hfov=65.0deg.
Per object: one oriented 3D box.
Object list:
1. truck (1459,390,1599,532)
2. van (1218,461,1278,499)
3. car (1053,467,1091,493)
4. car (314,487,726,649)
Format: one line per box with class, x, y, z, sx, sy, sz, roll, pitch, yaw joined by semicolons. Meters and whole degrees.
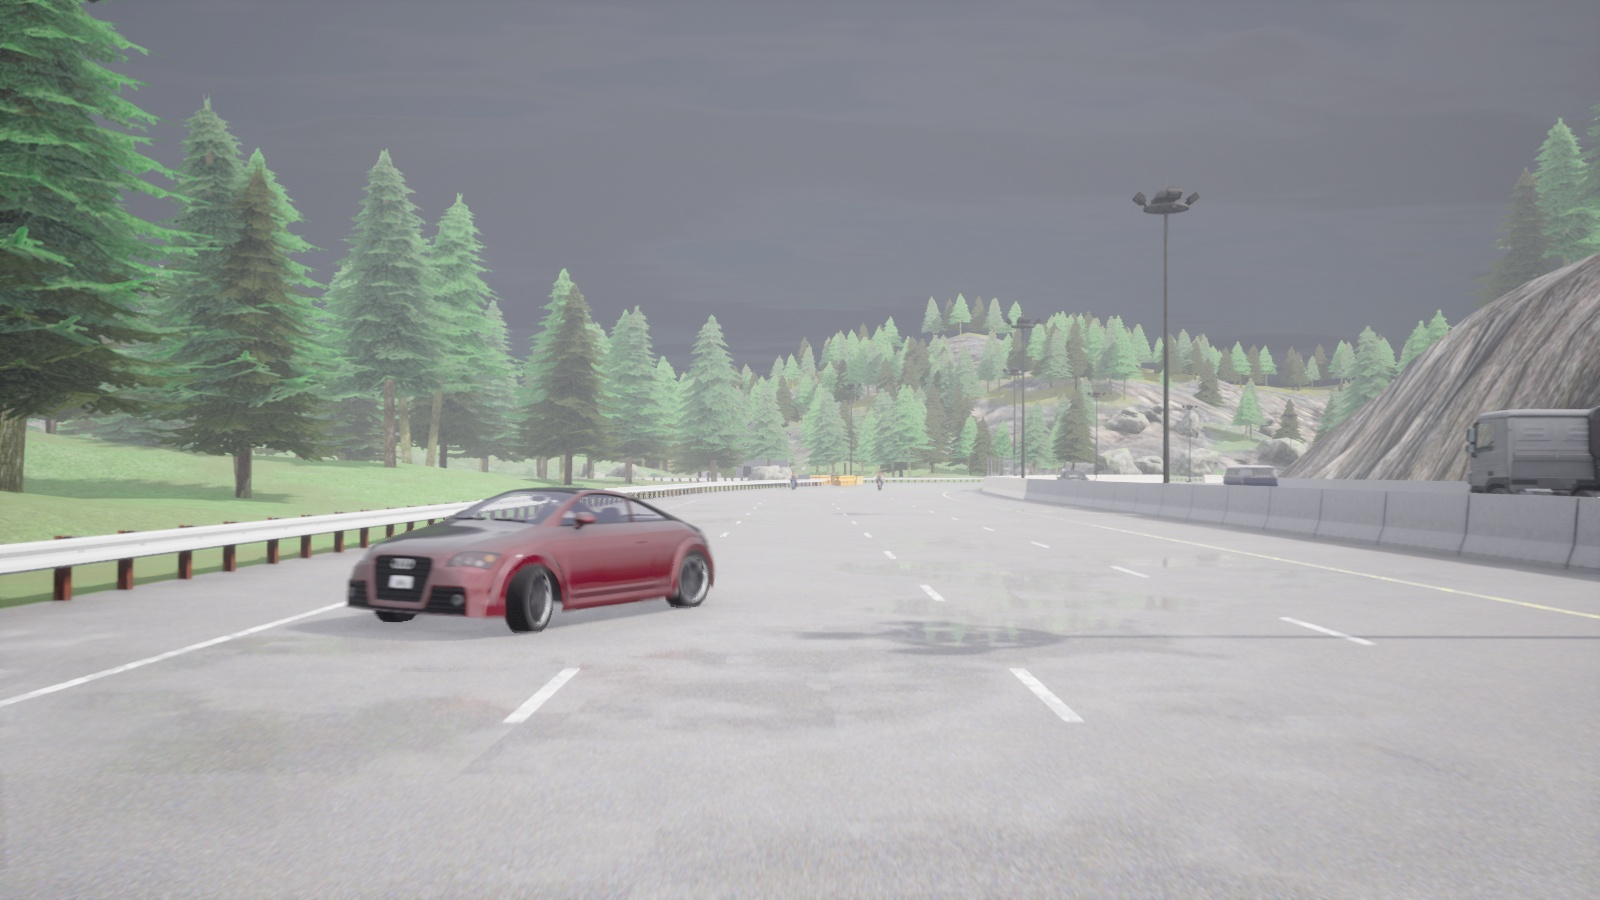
truck;20.916;0.303;33.082;2.891;3.462;7.936;0;-1;0
van;24.431;1.618;68.593;1.775;1.987;4.442;0;-1;1
car;18.749;2.049;86.695;2.097;1.767;4.553;0;-1;7
car;-2.785;1.115;13.436;1.994;1.385;4.181;-1;-1;30
